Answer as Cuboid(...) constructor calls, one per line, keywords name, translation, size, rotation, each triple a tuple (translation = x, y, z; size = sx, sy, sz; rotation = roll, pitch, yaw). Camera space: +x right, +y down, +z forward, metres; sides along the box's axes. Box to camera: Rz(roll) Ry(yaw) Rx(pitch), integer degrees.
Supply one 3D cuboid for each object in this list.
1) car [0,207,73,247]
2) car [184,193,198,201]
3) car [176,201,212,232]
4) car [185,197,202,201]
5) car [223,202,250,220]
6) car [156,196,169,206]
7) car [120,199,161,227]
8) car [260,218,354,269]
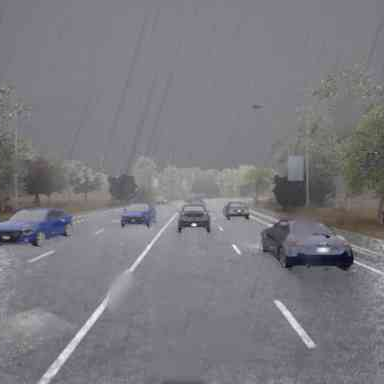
Cuboid(name="car", translation=(-7.086, 1.477, 15.197), size=(1.882, 1.535, 5.008), rotation=(0, 0, 0))
Cuboid(name="car", translation=(-0.105, 1.221, 64.677), size=(2.150, 2.045, 5.566), rotation=(0, 0, 11))
Cuboid(name="car", translation=(0.126, 1.505, 20.181), size=(1.837, 1.490, 4.892), rotation=(0, 0, 0))
Cuboid(name="car", translation=(0.579, 1.564, 38.222), size=(1.994, 1.385, 4.181), rotation=(0, 0, 3))
Cuboid(name="car", translation=(3.727, 1.549, 28.515), size=(2.033, 1.411, 5.357), rotation=(0, 0, 1))
Cuboid(name="car", translation=(-5.103, 1.501, 55.571), size=(1.837, 1.490, 4.892), rotation=(0, 0, 8))
Cuboid(name="car", translation=(-3.540, 1.477, 22.729), size=(1.882, 1.535, 5.008), rotation=(0, 0, 1))
Cuboid(name="car", translation=(3.599, 1.564, 11.135), size=(1.994, 1.385, 4.181), rotation=(0, 0, 0))
